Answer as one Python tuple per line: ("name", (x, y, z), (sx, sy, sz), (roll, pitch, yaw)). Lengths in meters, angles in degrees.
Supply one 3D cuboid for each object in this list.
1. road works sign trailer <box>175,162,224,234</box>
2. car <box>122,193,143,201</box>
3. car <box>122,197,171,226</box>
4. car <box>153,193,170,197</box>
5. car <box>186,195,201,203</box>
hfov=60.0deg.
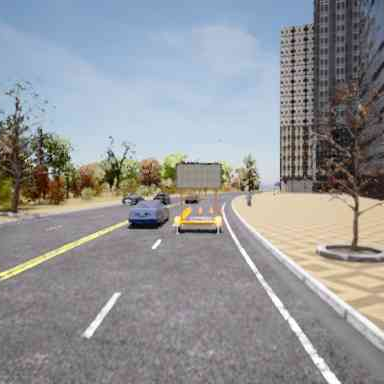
("road works sign trailer", (0.363, 0.240, 17.475), (2.380, 3.560, 2.880), (0, 1, 3))
("car", (-7.440, 0.944, 42.366), (2.128, 1.511, 4.902), (0, 1, 7))
("car", (-2.587, 1.278, 20.941), (2.033, 1.411, 5.357), (0, 1, 3))
("car", (-3.969, 0.938, 44.091), (1.837, 1.490, 4.892), (0, 1, 7))
("car", (0.274, 0.922, 50.226), (1.994, 1.385, 4.181), (0, 1, 8))
